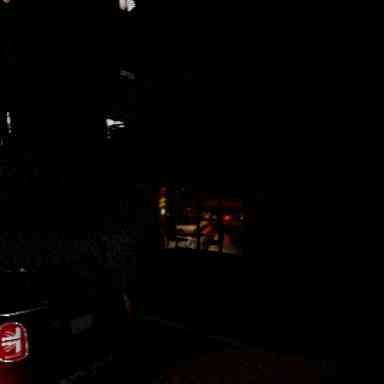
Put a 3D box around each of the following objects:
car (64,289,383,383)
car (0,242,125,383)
[{"bbox_3d":[1.618,1.526,1.578,4.829,1.417,1.752,0,-1,36],"label":"car"},{"bbox_3d":[-2.757,1.438,4.700,4.097,1.590,1.967,0,-1,36],"label":"car"}]
